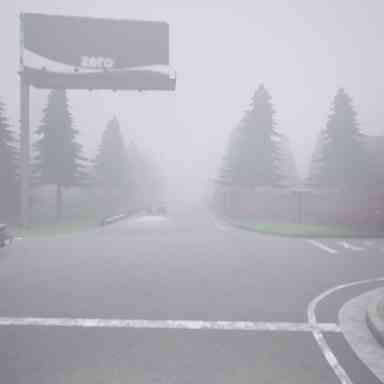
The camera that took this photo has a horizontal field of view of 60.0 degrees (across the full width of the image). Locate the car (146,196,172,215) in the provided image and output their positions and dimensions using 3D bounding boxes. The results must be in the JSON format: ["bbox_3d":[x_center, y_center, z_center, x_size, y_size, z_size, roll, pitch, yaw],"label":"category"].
[{"bbox_3d":[-3.493,1.487,33.664,2.128,1.511,4.902,0,0,0],"label":"car"}]

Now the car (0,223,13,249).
[{"bbox_3d":[-9.484,1.688,12.555,4.892,1.490,1.837,-1,6,-5],"label":"car"}]

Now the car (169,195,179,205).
[{"bbox_3d":[-3.487,1.258,59.061,2.097,1.767,4.553,0,0,0],"label":"car"}]
